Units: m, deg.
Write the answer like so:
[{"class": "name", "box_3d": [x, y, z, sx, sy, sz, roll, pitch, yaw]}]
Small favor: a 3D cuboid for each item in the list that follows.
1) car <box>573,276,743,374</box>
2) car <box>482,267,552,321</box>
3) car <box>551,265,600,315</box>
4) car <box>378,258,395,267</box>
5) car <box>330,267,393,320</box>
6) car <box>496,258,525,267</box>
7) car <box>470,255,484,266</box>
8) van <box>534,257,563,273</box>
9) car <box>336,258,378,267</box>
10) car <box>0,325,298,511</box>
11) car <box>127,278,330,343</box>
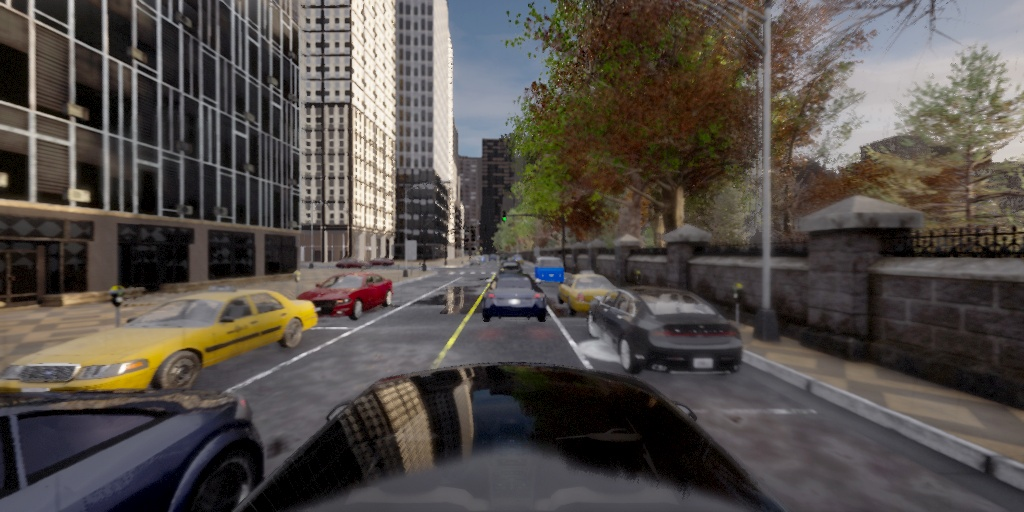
[{"class": "car", "box_3d": [2.698, 1.270, 7.264, 2.007, 1.370, 4.403, 0, 0, 0]}, {"class": "car", "box_3d": [0.056, 1.257, 12.200, 1.994, 1.385, 4.181, 0, 0, 0]}, {"class": "car", "box_3d": [2.671, 1.214, 13.059, 1.751, 1.417, 4.829, 0, 0, 0]}, {"class": "car", "box_3d": [-18.588, 0.863, 50.316, 4.207, 1.307, 1.802, 0, 0, 3]}, {"class": "car", "box_3d": [-5.495, 1.238, 12.333, 1.888, 1.381, 4.507, 0, 0, 0]}, {"class": "car", "box_3d": [-0.092, 1.115, 27.144, 1.837, 1.490, 4.892, 0, 0, -1]}, {"class": "car", "box_3d": [-6.288, 0.959, 61.688, 2.007, 1.370, 4.403, 0, 0, -2]}, {"class": "van", "box_3d": [2.423, 0.968, 24.136, 1.690, 1.789, 3.998, 0, 0, -1]}, {"class": "car", "box_3d": [-18.544, 0.930, 42.203, 4.207, 1.307, 1.802, 0, 0, 3]}, {"class": "car", "box_3d": [-2.857, 1.318, 0.981, 1.994, 1.385, 4.181, 0, 0, 0]}, {"class": "car", "box_3d": [-5.469, 1.249, 6.520, 1.751, 1.417, 4.829, 0, 0, 0]}]
